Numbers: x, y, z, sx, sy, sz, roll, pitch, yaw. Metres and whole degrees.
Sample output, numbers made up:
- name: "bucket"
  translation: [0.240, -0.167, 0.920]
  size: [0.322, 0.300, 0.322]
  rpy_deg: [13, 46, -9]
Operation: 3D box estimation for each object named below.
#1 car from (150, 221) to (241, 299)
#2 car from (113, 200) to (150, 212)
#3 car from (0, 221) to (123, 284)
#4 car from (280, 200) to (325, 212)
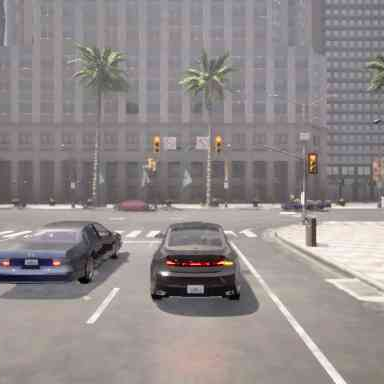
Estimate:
- name: "car"
  translation: [0.076, 1.505, 8.424]
  size: [1.837, 1.490, 4.892]
  rpy_deg: [0, 0, 0]
- name: "car"
  translation: [-7.002, 1.564, 38.574]
  size: [4.181, 1.385, 1.994]
  rpy_deg: [0, 0, 0]
- name: "car"
  translation: [-3.421, 1.547, 9.618]
  size: [2.033, 1.411, 5.357]
  rpy_deg: [0, 0, 0]
- name: "car"
  translation: [12.737, 1.601, 38.516]
  size: [4.718, 1.301, 1.895]
  rpy_deg: [0, 0, 0]
